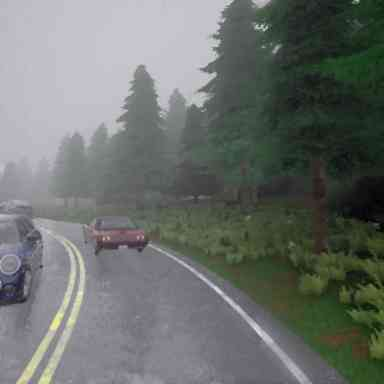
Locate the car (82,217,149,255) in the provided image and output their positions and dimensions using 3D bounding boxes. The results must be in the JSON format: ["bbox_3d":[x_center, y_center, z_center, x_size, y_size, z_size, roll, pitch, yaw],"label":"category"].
[{"bbox_3d":[-3.324,1.653,13.675,1.895,1.301,4.718,1,-1,-25],"label":"car"}]

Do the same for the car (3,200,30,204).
[{"bbox_3d":[-14.818,1.419,27.824,4.892,1.490,1.837,1,-2,45],"label":"car"}]

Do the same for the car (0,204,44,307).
[{"bbox_3d":[-4.801,1.354,7.838,2.097,1.767,4.553,0,0,-19],"label":"car"}]
